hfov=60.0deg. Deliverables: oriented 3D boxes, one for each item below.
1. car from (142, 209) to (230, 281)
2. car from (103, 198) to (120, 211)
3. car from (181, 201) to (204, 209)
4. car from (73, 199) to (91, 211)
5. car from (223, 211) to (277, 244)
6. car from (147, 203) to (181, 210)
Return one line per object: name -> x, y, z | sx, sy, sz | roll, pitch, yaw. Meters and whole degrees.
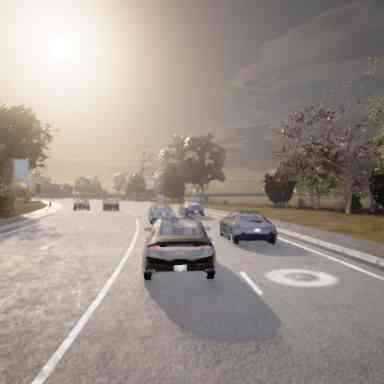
car -> -0.420, 1.502, 9.933 | 2.128, 1.511, 4.902 | 0, 0, -4
car -> -10.211, 1.512, 41.926 | 1.882, 1.535, 5.008 | 0, 0, -17
car -> -0.104, 1.555, 31.808 | 1.812, 1.442, 4.674 | 0, 0, -12
car -> -13.963, 1.595, 42.205 | 1.994, 1.385, 4.181 | 0, 0, -18
car -> 2.529, 1.576, 15.926 | 1.994, 1.385, 4.181 | 0, 0, -6
car -> -2.410, 1.571, 25.530 | 2.033, 1.411, 5.357 | 0, 0, -10
